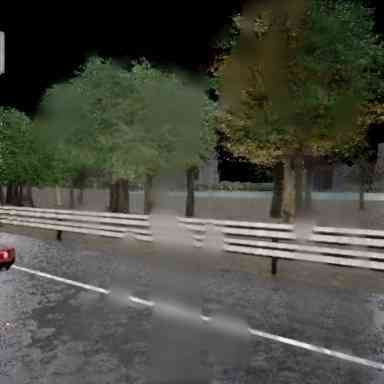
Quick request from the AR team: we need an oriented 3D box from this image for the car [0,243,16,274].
[{"bbox_3d":[-6.718,1.539,8.785,4.718,1.301,1.895,0,0,36],"label":"car"}]
